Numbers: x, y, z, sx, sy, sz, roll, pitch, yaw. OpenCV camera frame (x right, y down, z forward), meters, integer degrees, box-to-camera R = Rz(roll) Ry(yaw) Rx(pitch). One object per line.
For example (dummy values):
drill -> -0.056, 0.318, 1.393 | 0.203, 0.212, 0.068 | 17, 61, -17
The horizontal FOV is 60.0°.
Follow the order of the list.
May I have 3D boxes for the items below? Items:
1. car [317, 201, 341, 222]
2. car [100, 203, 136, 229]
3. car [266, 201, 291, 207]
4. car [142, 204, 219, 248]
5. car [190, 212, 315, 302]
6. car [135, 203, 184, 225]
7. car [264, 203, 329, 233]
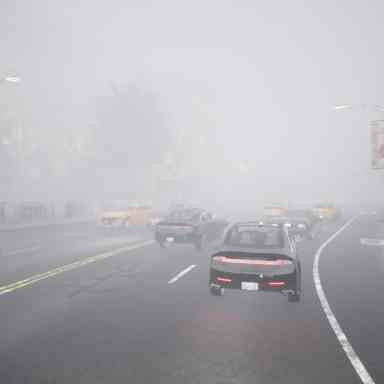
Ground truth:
car -> 10.584, 1.456, 26.274 | 1.801, 1.575, 5.366 | 0, 0, 30
car -> -3.903, 1.515, 22.150 | 1.882, 1.535, 5.008 | 0, 0, 30
car -> 7.570, 1.478, 27.838 | 1.882, 1.535, 5.008 | 0, -1, 30
car -> 0.194, 1.492, 14.245 | 2.128, 1.511, 4.902 | 0, 0, 24
car -> 1.695, 1.492, 8.368 | 2.128, 1.511, 4.902 | 0, 0, 15
car -> -0.897, 1.501, 20.357 | 2.128, 1.511, 4.902 | 0, 0, 30
car -> 5.559, 1.547, 17.320 | 2.033, 1.411, 5.357 | 0, 0, 29
